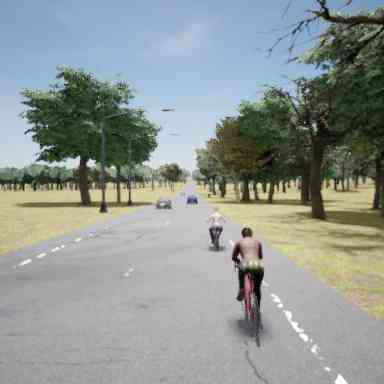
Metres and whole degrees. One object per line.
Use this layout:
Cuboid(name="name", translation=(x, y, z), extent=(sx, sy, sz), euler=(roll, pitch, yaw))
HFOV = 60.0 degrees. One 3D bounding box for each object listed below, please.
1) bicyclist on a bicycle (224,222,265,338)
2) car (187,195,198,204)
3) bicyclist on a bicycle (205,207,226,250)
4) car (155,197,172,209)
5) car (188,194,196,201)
Cuboid(name="bicyclist on a bicycle", translation=(0.960, 1.440, 5.644), extent=(0.582, 1.620, 1.656), euler=(0, 0, 0))
Cuboid(name="car", translation=(0.066, 1.373, 62.314), extent=(1.882, 1.535, 5.008), euler=(0, 0, 0))
Cuboid(name="bicyclist on a bicycle", translation=(0.954, 1.408, 13.151), extent=(0.866, 1.612, 1.509), euler=(0, 0, 0))
Cuboid(name="car", translation=(-3.620, 1.421, 43.155), extent=(2.128, 1.511, 4.902), euler=(0, 0, 0))
Cuboid(name="car", translation=(-0.043, 1.309, 76.202), extent=(1.882, 1.535, 5.008), euler=(0, 0, 0))
